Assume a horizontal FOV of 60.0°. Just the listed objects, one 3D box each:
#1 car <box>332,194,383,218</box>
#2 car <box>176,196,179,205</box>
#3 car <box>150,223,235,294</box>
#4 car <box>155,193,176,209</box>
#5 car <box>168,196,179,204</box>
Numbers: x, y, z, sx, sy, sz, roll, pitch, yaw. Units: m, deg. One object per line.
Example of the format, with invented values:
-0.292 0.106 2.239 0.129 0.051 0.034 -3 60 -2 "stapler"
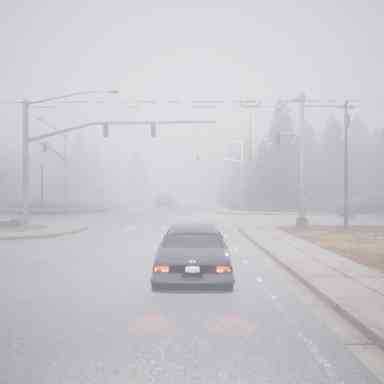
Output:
15.531 1.239 29.618 5.566 2.045 2.150 0 0 1 "car"
-3.697 1.334 55.624 2.097 1.767 4.553 0 0 0 "car"
0.029 1.542 8.963 2.033 1.411 5.357 0 0 0 "car"
-3.703 1.207 45.614 2.150 2.045 5.566 0 0 0 "car"
-3.578 1.504 65.898 1.812 1.442 4.674 0 0 1 "car"
